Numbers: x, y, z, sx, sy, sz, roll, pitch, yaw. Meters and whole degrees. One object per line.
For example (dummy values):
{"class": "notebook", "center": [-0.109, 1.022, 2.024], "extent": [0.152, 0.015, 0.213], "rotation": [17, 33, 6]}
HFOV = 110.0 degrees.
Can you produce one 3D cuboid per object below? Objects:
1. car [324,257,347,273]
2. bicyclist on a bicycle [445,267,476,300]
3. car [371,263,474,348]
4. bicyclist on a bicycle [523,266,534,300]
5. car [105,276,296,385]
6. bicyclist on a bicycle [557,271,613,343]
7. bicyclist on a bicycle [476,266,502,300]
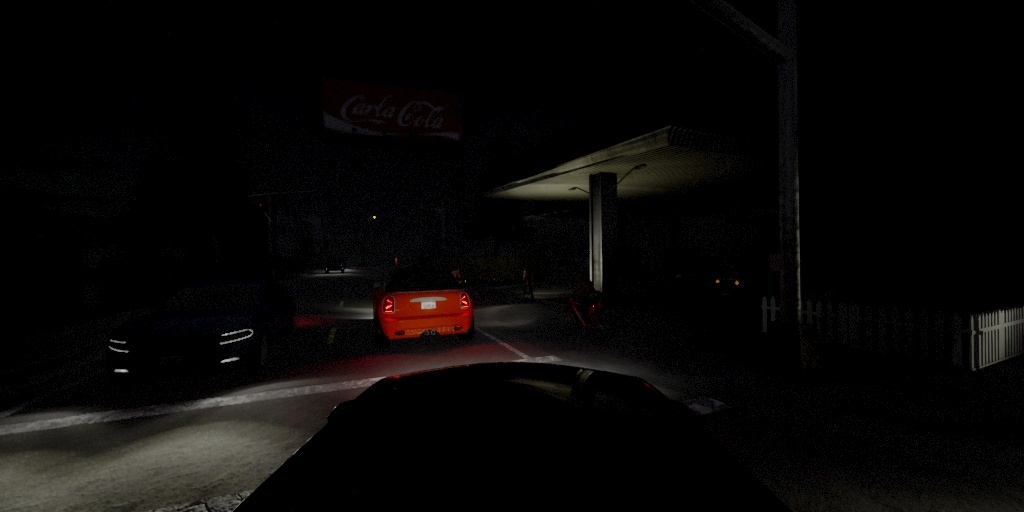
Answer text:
{"class": "car", "center": [-23.614, 1.211, 47.848], "extent": [2.150, 2.045, 5.566], "rotation": [-1, 0, -25]}
{"class": "bicyclist on a bicycle", "center": [-2.595, 1.318, 16.371], "extent": [1.656, 1.620, 0.582], "rotation": [1, 0, 37]}
{"class": "car", "center": [-2.527, 1.057, 9.444], "extent": [2.097, 1.767, 4.553], "rotation": [-1, 0, -22]}
{"class": "bicyclist on a bicycle", "center": [0.824, 1.332, 17.861], "extent": [0.582, 1.620, 1.656], "rotation": [-1, 0, 16]}
{"class": "car", "center": [-5.796, 1.212, 7.348], "extent": [1.882, 1.535, 5.008], "rotation": [-1, 0, -23]}
{"class": "bicyclist on a bicycle", "center": [1.719, 1.199, 8.651], "extent": [0.582, 1.620, 1.656], "rotation": [3, -2, -42]}
{"class": "bicyclist on a bicycle", "center": [-1.285, 1.344, 17.750], "extent": [1.656, 1.620, 0.582], "rotation": [0, 0, -21]}
